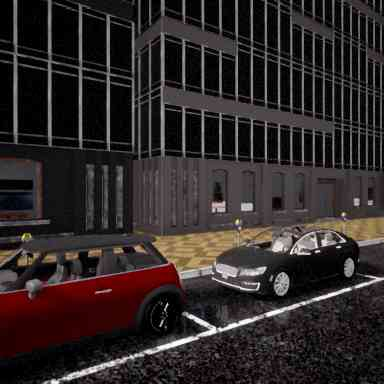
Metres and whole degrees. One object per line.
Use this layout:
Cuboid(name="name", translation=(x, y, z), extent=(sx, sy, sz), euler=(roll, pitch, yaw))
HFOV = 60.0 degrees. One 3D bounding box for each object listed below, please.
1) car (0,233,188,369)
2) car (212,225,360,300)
Cuboid(name="car", translation=(-2.158, 1.440, 5.021), extent=(4.097, 1.590, 1.967), euler=(0, 0, -35))
Cuboid(name="car", translation=(2.477, 1.549, 8.324), extent=(4.403, 1.369, 2.008), euler=(0, 0, -35))
